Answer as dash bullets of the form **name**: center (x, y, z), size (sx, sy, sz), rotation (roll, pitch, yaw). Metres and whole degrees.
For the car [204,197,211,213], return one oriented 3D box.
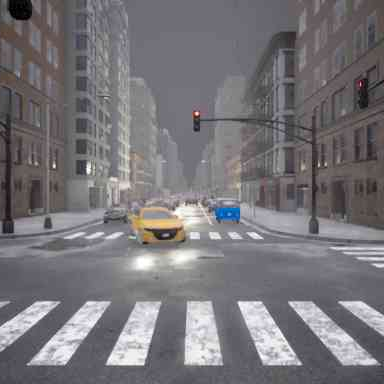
- **car**: center (2.598, 1.580, 36.402), size (1.802, 1.307, 4.206), rotation (0, 0, 0)

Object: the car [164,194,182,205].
- **car**: center (-2.843, 1.485, 50.028), size (2.128, 1.511, 4.902), rotation (0, 0, 1)

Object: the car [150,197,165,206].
- **car**: center (-5.444, 1.556, 53.432), size (1.947, 1.339, 4.313), rotation (0, 0, 0)

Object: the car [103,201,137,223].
- **car**: center (-5.415, 1.550, 25.023), size (2.008, 1.369, 4.403), rotation (0, 0, 0)

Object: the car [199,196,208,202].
- **car**: center (2.557, 1.525, 76.171), size (2.008, 1.369, 4.403), rotation (0, 0, 0)

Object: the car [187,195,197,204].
- **car**: center (-0.069, 1.460, 65.168), size (1.882, 1.535, 5.008), rotation (0, 0, 0)

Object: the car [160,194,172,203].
- **car**: center (-5.462, 1.293, 70.477), size (2.192, 1.841, 5.009), rotation (0, 0, 0)

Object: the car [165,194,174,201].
- **car**: center (-5.474, 1.410, 81.841), size (1.967, 1.590, 4.097), rotation (0, 0, 0)

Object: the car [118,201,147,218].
- **car**: center (-5.421, 1.543, 30.704), size (1.887, 1.381, 4.507), rotation (0, 0, 0)

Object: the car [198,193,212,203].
- **car**: center (2.581, 1.305, 53.446), size (2.192, 1.841, 5.009), rotation (0, 0, 0)

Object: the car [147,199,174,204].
- **car**: center (-2.860, 1.563, 28.494), size (1.994, 1.385, 4.181), rotation (0, 0, 0)

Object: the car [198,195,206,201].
- **car**: center (2.545, 1.531, 87.534), size (1.947, 1.339, 4.313), rotation (0, 0, 0)

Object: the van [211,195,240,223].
- **van**: center (2.610, 1.340, 25.040), size (1.690, 1.788, 3.998), rotation (0, 0, 0)

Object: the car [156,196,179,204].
- **car**: center (-2.855, 1.524, 39.244), size (1.812, 1.442, 4.674), rotation (0, 0, 0)

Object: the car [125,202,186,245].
- **car**: center (-1.804, 1.474, 15.780), size (1.882, 1.535, 5.008), rotation (0, 0, -18)

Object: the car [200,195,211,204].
- **car**: center (2.569, 1.422, 64.809), size (1.967, 1.590, 4.097), rotation (0, 0, 0)

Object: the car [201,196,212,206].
- **car**: center (2.586, 1.576, 47.765), size (1.802, 1.307, 4.206), rotation (0, 0, 0)

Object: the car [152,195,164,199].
- **car**: center (-5.439, 1.520, 47.580), size (1.752, 1.417, 4.829), rotation (0, 0, 0)

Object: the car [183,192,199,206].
- **car**: center (-0.059, 1.341, 55.136), size (2.097, 1.767, 4.553), rotation (0, 0, 0)
